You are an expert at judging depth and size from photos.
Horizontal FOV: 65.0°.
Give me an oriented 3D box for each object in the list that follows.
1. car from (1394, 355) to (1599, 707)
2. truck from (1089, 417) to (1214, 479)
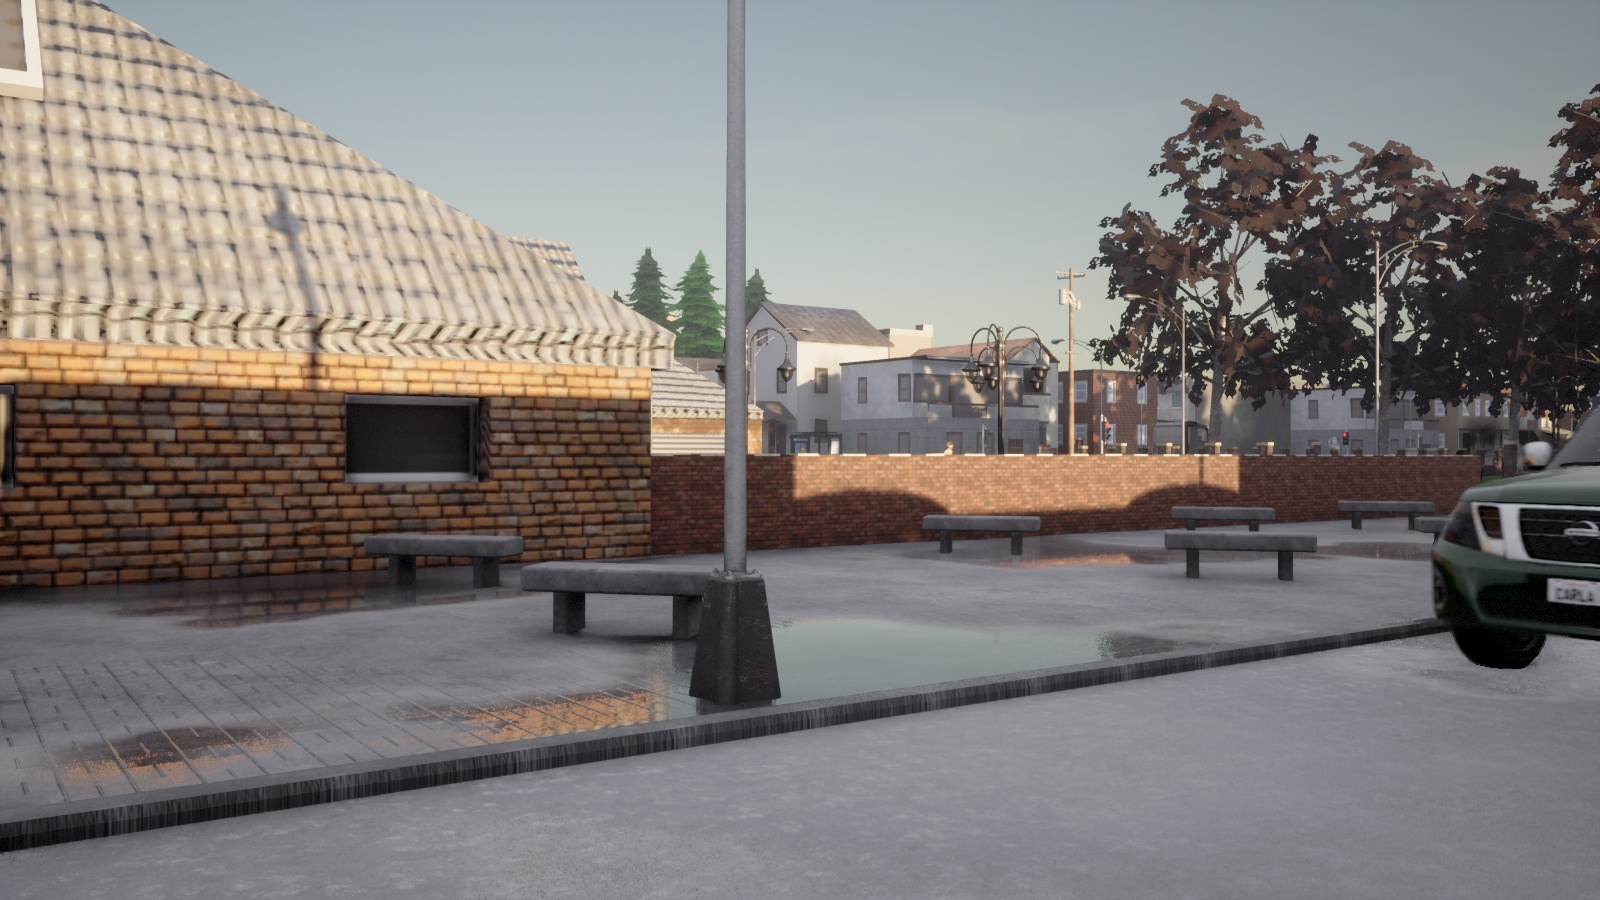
[{"bbox_3d":[6.840,0.471,9.035,5.566,2.045,2.150,0,0,-35],"label":"car"},{"bbox_3d":[20.808,-0.100,74.047,7.936,3.462,2.891,0,0,-37],"label":"truck"}]
